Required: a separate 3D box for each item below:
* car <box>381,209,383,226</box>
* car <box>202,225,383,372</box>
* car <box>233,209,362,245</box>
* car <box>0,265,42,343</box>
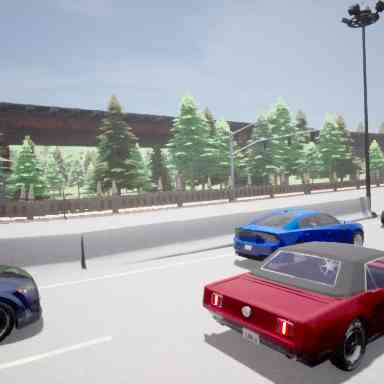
[{"bbox_3d":[10.834,0.880,15.869,4.181,1.385,1.994,-4,2,-36],"label":"car"},{"bbox_3d":[2.566,1.528,5.602,4.718,1.301,1.895,-2,1,-36],"label":"car"},{"bbox_3d":[3.554,1.283,10.624,5.008,1.535,1.882,-3,2,-36],"label":"car"},{"bbox_3d":[-4.495,1.563,4.842,4.181,1.385,1.994,0,0,-36],"label":"car"}]
